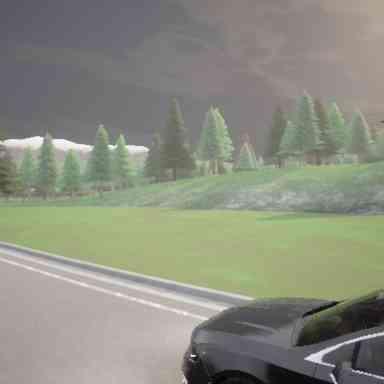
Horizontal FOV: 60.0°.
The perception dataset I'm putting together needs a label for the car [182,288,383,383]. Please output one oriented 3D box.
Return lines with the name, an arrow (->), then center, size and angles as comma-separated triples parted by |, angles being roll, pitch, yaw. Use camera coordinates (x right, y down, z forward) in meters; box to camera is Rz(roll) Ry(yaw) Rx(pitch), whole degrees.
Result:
car -> 2.148, 1.505, 2.534 | 4.892, 1.490, 1.837 | 0, 0, 36
